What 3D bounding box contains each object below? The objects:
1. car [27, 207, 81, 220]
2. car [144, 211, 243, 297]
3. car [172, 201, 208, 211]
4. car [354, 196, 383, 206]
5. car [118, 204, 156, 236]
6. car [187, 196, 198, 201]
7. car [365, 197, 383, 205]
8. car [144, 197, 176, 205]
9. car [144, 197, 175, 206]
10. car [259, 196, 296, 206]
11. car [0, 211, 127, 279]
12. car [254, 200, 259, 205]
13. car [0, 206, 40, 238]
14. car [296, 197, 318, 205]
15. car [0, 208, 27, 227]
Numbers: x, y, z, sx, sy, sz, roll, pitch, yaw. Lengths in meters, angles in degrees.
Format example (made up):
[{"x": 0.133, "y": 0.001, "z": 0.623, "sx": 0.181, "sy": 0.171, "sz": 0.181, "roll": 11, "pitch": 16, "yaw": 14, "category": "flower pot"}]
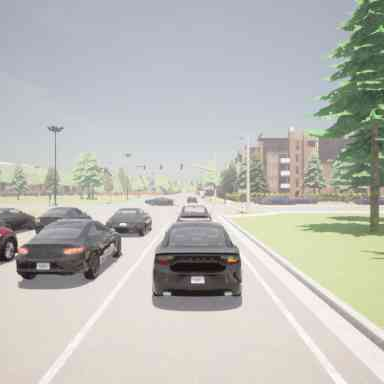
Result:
[{"x": -6.878, "y": 1.526, "z": 18.156, "sx": 1.812, "sy": 1.442, "sz": 4.674, "roll": 0, "pitch": 0, "yaw": 0, "category": "car"}, {"x": 0.111, "y": 1.478, "z": 8.641, "sx": 1.882, "sy": 1.535, "sz": 5.008, "roll": 0, "pitch": 0, "yaw": 0, "category": "car"}, {"x": 0.124, "y": 1.492, "z": 18.008, "sx": 2.128, "sy": 1.511, "sz": 4.902, "roll": 0, "pitch": 0, "yaw": 0, "category": "car"}, {"x": 28.567, "y": 1.525, "z": 53.529, "sx": 4.674, "sy": 1.442, "sz": 1.812, "roll": 0, "pitch": 0, "yaw": 0, "category": "car"}, {"x": -3.377, "y": 1.564, "z": 18.342, "sx": 1.994, "sy": 1.385, "sz": 4.181, "roll": 0, "pitch": 0, "yaw": 0, "category": "car"}, {"x": 0.105, "y": 1.496, "z": 70.331, "sx": 2.128, "sy": 1.511, "sz": 4.902, "roll": 0, "pitch": 0, "yaw": 0, "category": "car"}, {"x": 34.276, "y": 1.601, "z": 60.477, "sx": 4.718, "sy": 1.301, "sz": 1.895, "roll": 0, "pitch": 0, "yaw": 0, "category": "car"}, {"x": -5.451, "y": 1.547, "z": 57.022, "sx": 5.357, "sy": 1.411, "sz": 2.033, "roll": 0, "pitch": 0, "yaw": 0, "category": "car"}, {"x": -5.098, "y": 1.564, "z": 53.521, "sx": 4.181, "sy": 1.385, "sz": 1.994, "roll": 0, "pitch": 0, "yaw": 0, "category": "car"}, {"x": 13.659, "y": 1.352, "z": 53.447, "sx": 4.553, "sy": 1.767, "sz": 2.097, "roll": 0, "pitch": 0, "yaw": 0, "category": "car"}, {"x": -3.388, "y": 1.526, "z": 9.880, "sx": 1.812, "sy": 1.442, "sz": 4.674, "roll": 0, "pitch": 0, "yaw": 0, "category": "car"}, {"x": 13.389, "y": 1.547, "z": 56.944, "sx": 5.357, "sy": 1.411, "sz": 2.033, "roll": 0, "pitch": 0, "yaw": 0, "category": "car"}, {"x": -10.376, "y": 1.564, "z": 18.465, "sx": 1.994, "sy": 1.385, "sz": 4.181, "roll": 0, "pitch": 0, "yaw": 0, "category": "car"}, {"x": 20.003, "y": 1.546, "z": 60.468, "sx": 5.357, "sy": 1.411, "sz": 2.033, "roll": 0, "pitch": 0, "yaw": 0, "category": "car"}, {"x": -6.888, "y": 1.352, "z": 9.323, "sx": 2.097, "sy": 1.767, "sz": 4.553, "roll": 0, "pitch": 0, "yaw": 0, "category": "car"}]
